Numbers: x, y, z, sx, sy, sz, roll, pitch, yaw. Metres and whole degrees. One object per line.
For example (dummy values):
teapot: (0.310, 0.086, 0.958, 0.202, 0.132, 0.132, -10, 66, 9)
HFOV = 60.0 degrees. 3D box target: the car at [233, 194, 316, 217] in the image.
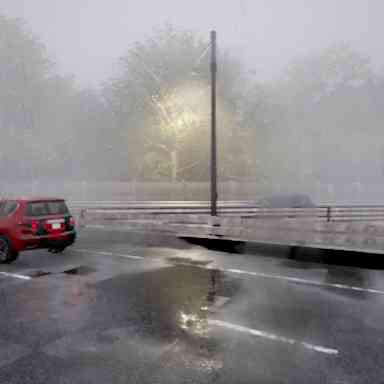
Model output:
car: (5.650, 1.242, 22.899, 5.566, 2.045, 2.150, -2, 0, -8)

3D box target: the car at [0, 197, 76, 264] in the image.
car: (-6.696, 1.192, 11.934, 5.566, 2.045, 2.150, 0, 0, 29)
